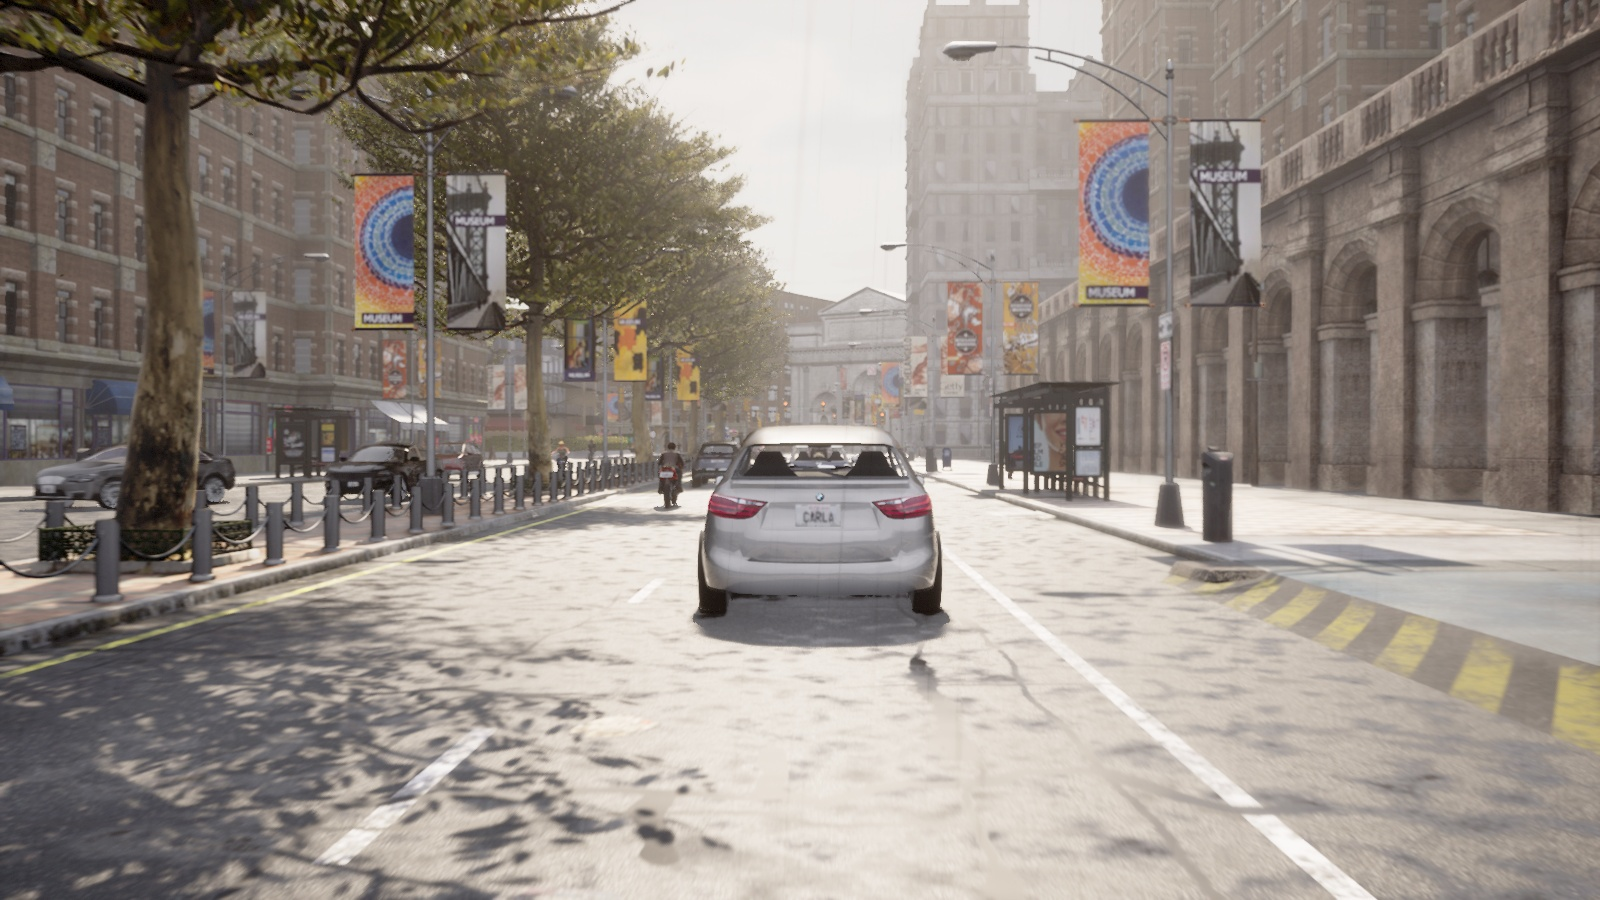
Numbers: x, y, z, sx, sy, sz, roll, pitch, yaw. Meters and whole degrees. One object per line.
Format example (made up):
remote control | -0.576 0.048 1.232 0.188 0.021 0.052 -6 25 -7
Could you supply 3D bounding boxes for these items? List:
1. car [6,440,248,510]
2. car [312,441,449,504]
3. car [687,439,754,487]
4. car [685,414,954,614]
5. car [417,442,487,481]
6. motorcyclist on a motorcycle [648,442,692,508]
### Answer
car | -15.867 0.525 29.951 2.128 1.511 4.902 0 0 20
car | -11.005 0.533 33.326 1.882 1.535 5.008 0 0 1
car | -2.827 0.426 45.566 2.033 1.649 4.856 0 0 1
car | 0.195 0.522 12.770 2.242 1.667 4.611 0 0 1
car | -14.242 0.432 51.566 1.789 1.549 3.705 0 0 1
motorcyclist on a motorcycle | -3.058 0.564 29.718 0.797 1.523 2.044 0 0 1
